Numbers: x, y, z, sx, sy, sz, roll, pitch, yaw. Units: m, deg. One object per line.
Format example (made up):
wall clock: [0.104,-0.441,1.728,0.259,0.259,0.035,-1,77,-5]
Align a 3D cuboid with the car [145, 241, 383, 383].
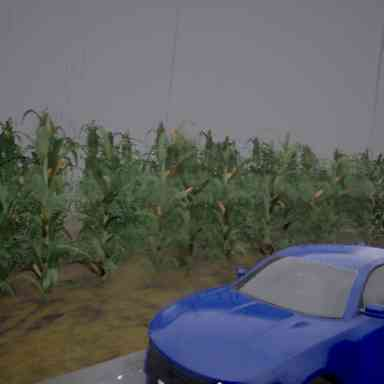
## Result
car: [1.801,1.484,4.378,5.008,1.535,1.882,0,0,-36]
